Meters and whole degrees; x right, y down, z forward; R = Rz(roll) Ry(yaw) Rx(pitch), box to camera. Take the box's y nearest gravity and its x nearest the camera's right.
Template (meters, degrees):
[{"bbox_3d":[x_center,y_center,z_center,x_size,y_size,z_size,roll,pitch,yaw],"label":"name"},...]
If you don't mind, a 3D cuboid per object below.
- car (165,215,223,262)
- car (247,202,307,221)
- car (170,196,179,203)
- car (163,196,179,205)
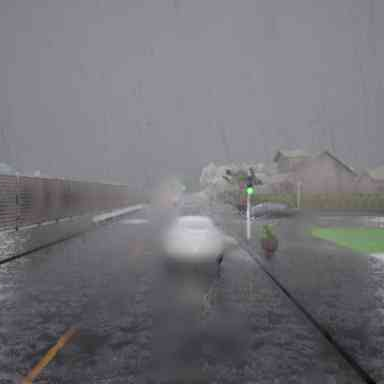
[{"bbox_3d":[0.077,1.546,12.019,1.812,1.442,4.674,0,0,0],"label":"car"},{"bbox_3d":[6.815,1.569,26.767,4.674,1.442,1.812,0,-1,-5],"label":"car"},{"bbox_3d":[-3.984,1.644,75.831,1.812,1.442,4.674,0,0,0],"label":"car"},{"bbox_3d":[-4.031,1.449,59.526,2.097,1.767,4.553,0,0,1],"label":"car"}]
